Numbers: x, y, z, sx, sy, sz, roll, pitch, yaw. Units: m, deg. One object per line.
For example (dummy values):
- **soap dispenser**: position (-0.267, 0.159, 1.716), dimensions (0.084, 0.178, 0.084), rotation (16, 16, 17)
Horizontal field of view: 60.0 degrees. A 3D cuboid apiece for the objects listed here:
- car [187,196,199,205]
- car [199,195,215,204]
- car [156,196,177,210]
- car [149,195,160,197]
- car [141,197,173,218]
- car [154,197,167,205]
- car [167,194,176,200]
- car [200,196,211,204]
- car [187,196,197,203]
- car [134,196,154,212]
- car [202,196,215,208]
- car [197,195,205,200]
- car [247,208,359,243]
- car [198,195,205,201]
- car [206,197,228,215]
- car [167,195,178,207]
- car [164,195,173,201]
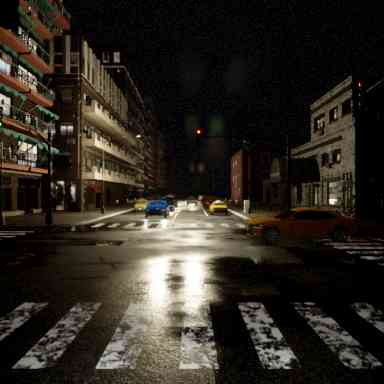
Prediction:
- **car**: position (0.036, 1.652, 60.408), dimensions (1.895, 1.301, 4.718), rotation (0, 0, 0)
- **car**: position (2.642, 1.351, 50.420), dimensions (2.192, 1.841, 5.009), rotation (0, 0, 0)
- **car**: position (-3.123, 1.550, 39.940), dimensions (1.812, 1.442, 4.674), rotation (0, 0, 0)
- **car**: position (-5.739, 1.351, 50.410), dimensions (2.192, 1.841, 5.009), rotation (0, 0, 0)
- **car**: position (-3.131, 1.494, 30.662), dimensions (1.882, 1.535, 5.008), rotation (0, 0, 0)
- **car**: position (-5.751, 1.603, 61.488), dimensions (2.008, 1.369, 4.403), rotation (0, 0, 0)
- **car**: position (-5.785, 1.434, 94.725), dimensions (2.192, 1.841, 5.009), rotation (0, 0, 0)
- **car**: position (2.624, 1.613, 67.037), dimensions (2.008, 1.369, 4.403), rotation (0, 0, 0)
- **car**: position (-0.026, 1.613, 70.617), dimensions (2.033, 1.411, 5.357), rotation (0, 0, 0)
- **car**: position (-5.728, 1.549, 39.161), dimensions (1.752, 1.417, 4.829), rotation (0, 0, 0)
- **car**: position (2.647, 1.612, 44.880), dimensions (1.802, 1.307, 4.206), rotation (0, 0, 0)
- **car**: position (2.594, 1.670, 94.733), dimensions (2.008, 1.369, 4.403), rotation (0, 0, 0)
- **car**: position (5.132, 1.508, 15.672), dimensions (5.008, 1.535, 1.882), rotation (0, 0, 0)
- **car**: position (2.600, 1.632, 89.364), dimensions (1.752, 1.417, 4.829), rotation (0, 0, 0)
- **car**: position (2.658, 1.544, 33.972), dimensions (1.752, 1.417, 4.829), rotation (0, 0, 0)
- **car**: position (-3.126, 1.541, 50.008), dimensions (1.837, 1.490, 4.892), rotation (0, 0, 0)
- **car**: position (-5.774, 1.534, 83.645), dimensions (1.967, 1.590, 4.097), rotation (0, 0, 0)
